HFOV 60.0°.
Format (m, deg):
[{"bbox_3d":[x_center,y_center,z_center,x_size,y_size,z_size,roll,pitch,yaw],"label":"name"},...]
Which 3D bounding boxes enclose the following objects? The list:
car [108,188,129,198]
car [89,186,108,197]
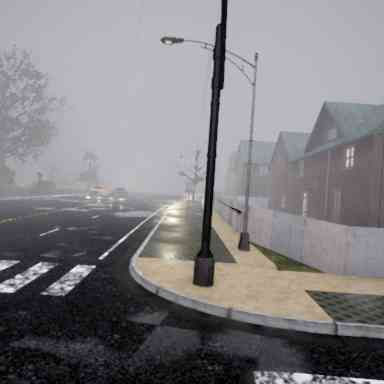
[{"bbox_3d":[-10.726,0.088,49.963,1.812,1.442,4.674,4,1,1],"label":"car"},{"bbox_3d":[-13.964,-0.179,50.057,1.882,1.535,5.008,4,1,1],"label":"car"}]
